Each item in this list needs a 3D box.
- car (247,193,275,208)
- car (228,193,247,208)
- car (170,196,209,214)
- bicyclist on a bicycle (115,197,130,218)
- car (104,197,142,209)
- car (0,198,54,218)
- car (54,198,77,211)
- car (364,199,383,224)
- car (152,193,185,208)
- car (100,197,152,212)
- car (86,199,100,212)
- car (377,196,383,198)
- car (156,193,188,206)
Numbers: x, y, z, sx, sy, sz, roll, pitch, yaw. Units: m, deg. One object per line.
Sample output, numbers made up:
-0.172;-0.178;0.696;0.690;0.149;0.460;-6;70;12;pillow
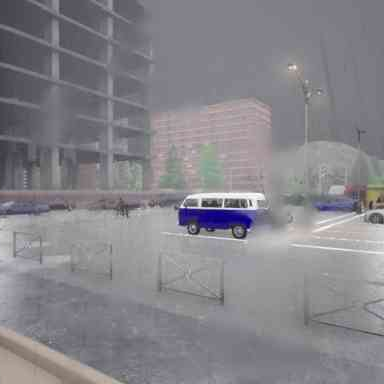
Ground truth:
12.019;1.167;57.303;2.150;2.045;5.566;0;0;35;car
8.722;1.450;58.695;1.837;1.490;4.892;0;0;35;car
-0.268;1.508;39.856;1.994;1.385;4.181;0;0;35;car
-5.455;1.248;25.923;1.656;1.620;0.582;0;0;35;bicyclist on a bicycle
-9.352;1.436;45.524;2.128;1.511;4.902;0;0;35;car
-15.811;1.492;30.296;2.033;1.411;5.357;0;0;35;car
-15.272;1.436;37.136;2.128;1.511;4.902;0;0;35;car
13.297;1.395;21.444;3.806;1.475;1.970;0;0;36;car
-3.818;1.166;47.284;2.150;2.045;5.566;0;0;35;car
-7.106;1.436;36.227;2.128;1.511;4.902;0;0;35;car
-9.990;1.449;38.555;1.837;1.490;4.892;0;0;35;car
16.501;1.153;26.010;4.605;1.855;1.932;0;0;36;car
-3.228;1.166;54.147;2.150;2.045;5.566;0;0;35;car
